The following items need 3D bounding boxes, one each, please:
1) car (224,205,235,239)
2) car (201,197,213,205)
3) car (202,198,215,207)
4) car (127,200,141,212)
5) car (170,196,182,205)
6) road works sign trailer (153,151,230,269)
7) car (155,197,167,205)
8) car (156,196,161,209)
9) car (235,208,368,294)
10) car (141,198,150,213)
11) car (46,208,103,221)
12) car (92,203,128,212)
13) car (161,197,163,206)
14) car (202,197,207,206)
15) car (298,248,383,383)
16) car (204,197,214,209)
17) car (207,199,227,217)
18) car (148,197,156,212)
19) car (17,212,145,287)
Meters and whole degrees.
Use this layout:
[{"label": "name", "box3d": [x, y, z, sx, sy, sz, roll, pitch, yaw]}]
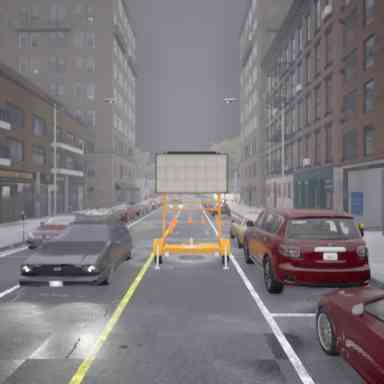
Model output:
[{"label": "car", "box3d": [2.623, 1.517, 14.406, 1.752, 1.417, 4.829, 0, 0, 0]}, {"label": "car", "box3d": [2.595, 1.551, 58.384, 1.947, 1.339, 4.313, 0, 0, 0]}, {"label": "car", "box3d": [2.599, 1.566, 52.865, 1.802, 1.307, 4.206, 0, 0, 0]}, {"label": "car", "box3d": [-5.405, 1.530, 25.264, 1.887, 1.381, 4.507, 0, 0, 0]}, {"label": "car", "box3d": [-2.830, 1.463, 58.925, 1.882, 1.535, 5.008, 0, 0, 0]}, {"label": "road works sign trailer", "box3d": [-0.008, 0.458, 11.084, 2.380, 3.560, 2.880, 0, 0, 0]}, {"label": "car", "box3d": [-5.431, 1.567, 58.377, 1.802, 1.307, 4.206, 0, 0, 0]}, {"label": "car", "box3d": [-5.418, 1.422, 41.820, 1.967, 1.590, 4.097, 0, 0, 0]}, {"label": "car", "box3d": [2.632, 1.310, 8.720, 2.192, 1.841, 5.009, 0, 0, 0]}, {"label": "car", "box3d": [-5.410, 1.549, 30.783, 1.947, 1.339, 4.313, 0, 0, 0]}, {"label": "car", "box3d": [-5.397, 1.574, 14.226, 1.802, 1.307, 4.206, 0, 0, 0]}, {"label": "car", "box3d": [-5.401, 1.539, 19.745, 2.008, 1.369, 4.403, 0, 0, 0]}, {"label": "car", "box3d": [-5.422, 1.508, 47.168, 1.752, 1.417, 4.829, 0, 0, 0]}, {"label": "car", "box3d": [2.607, 1.507, 41.999, 1.752, 1.417, 4.829, 0, 0, 0]}, {"label": "car", "box3d": [2.636, 1.580, 3.201, 1.802, 1.307, 4.206, 0, 0, 0]}, {"label": "car", "box3d": [2.611, 1.564, 36.311, 1.802, 1.307, 4.206, 0, 0, 0]}, {"label": "car", "box3d": [2.615, 1.565, 30.793, 1.802, 1.307, 4.206, 0, 0, 0]}, {"label": "car", "box3d": [-5.414, 1.532, 36.301, 2.008, 1.369, 4.403, 0, 0, 0]}, {"label": "car", "box3d": [-2.854, 1.542, 9.634, 2.033, 1.411, 5.357, 0, 0, 0]}]
